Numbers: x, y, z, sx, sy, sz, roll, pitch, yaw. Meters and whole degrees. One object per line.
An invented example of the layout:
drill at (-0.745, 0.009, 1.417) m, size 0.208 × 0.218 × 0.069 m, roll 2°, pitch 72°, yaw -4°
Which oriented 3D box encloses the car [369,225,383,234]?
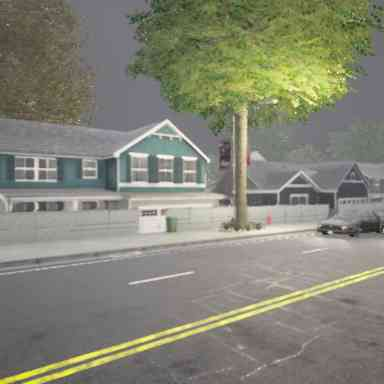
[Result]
car at (6.605, 1.585, 8.461) m, size 4.674 × 1.442 × 1.812 m, roll 0°, pitch -1°, yaw -37°

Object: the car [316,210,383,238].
car at (9.304, 1.729, 18.929) m, size 5.357 × 1.411 × 2.033 m, roll 1°, pitch -1°, yaw -37°
